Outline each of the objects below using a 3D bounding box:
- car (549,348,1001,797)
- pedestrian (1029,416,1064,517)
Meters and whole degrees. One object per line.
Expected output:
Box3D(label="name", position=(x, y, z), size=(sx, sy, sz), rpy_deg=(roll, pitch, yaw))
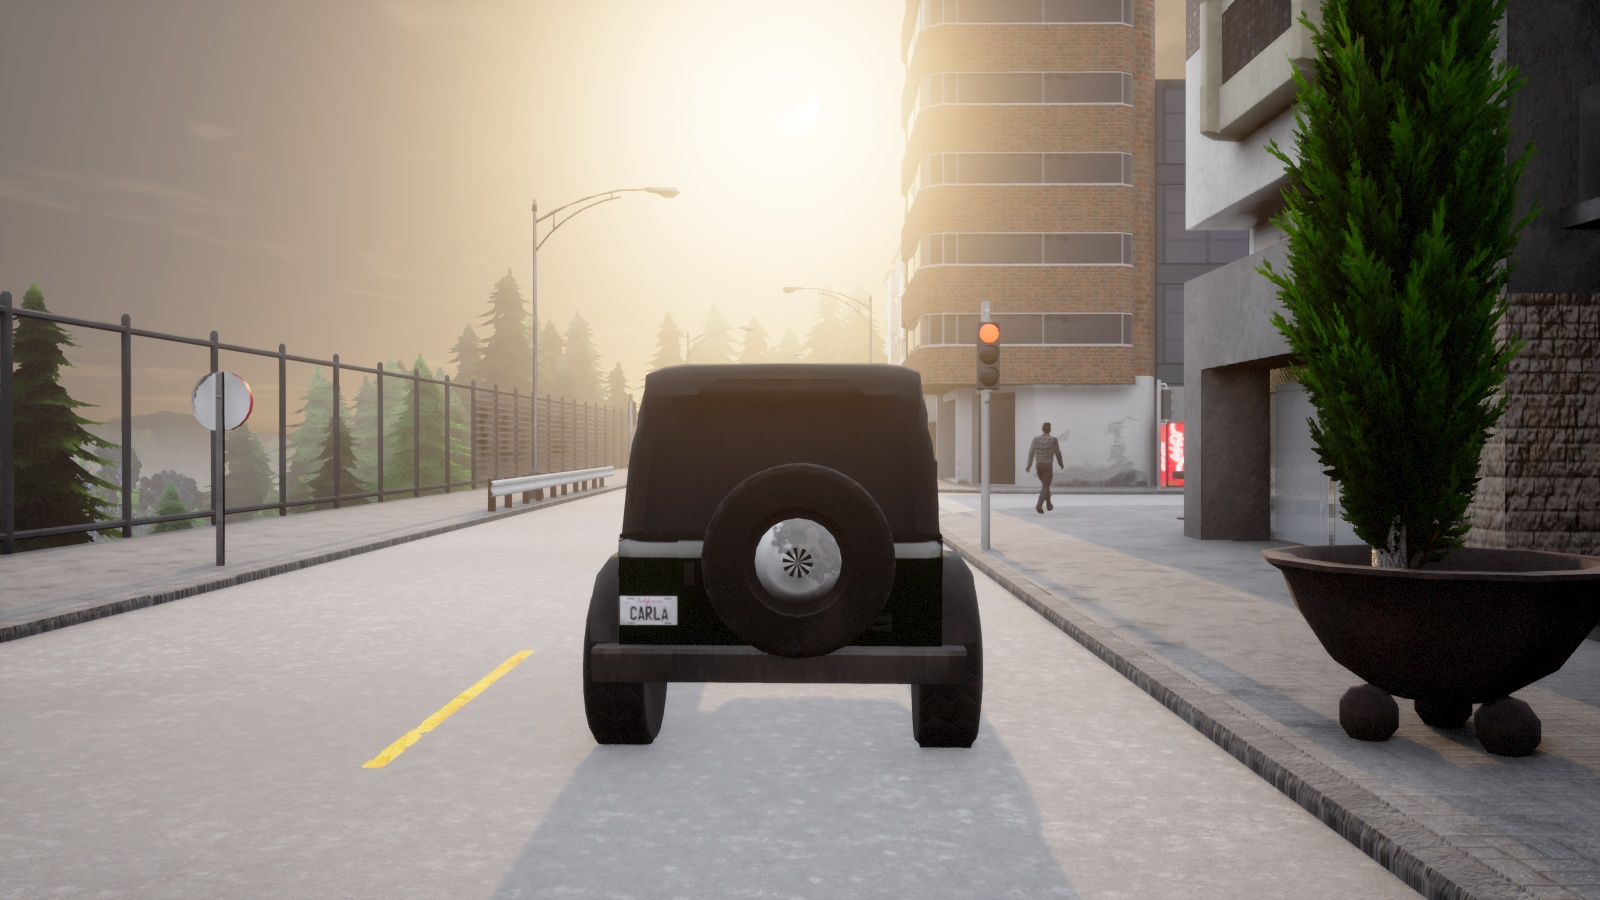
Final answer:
Box3D(label="car", position=(-0.029, 0.502, 7.220), size=(1.905, 1.878, 3.866), rpy_deg=(0, 0, 2))
Box3D(label="pedestrian", position=(4.826, 0.315, 24.566), size=(0.423, 1.949, 0.788), rpy_deg=(0, 0, 31))
